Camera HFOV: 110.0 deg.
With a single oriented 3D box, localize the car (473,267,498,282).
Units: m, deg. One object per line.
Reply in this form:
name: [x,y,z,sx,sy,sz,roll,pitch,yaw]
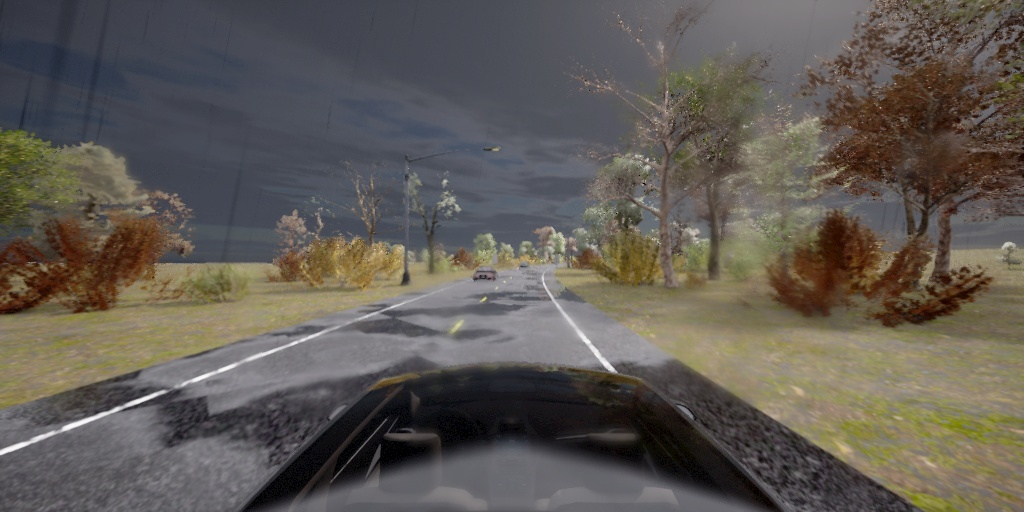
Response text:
car: [-2.418,1.681,33.505,1.994,1.385,4.181,0,-1,4]
